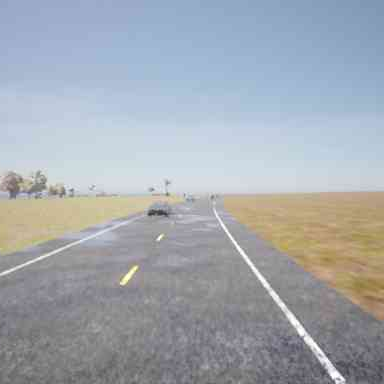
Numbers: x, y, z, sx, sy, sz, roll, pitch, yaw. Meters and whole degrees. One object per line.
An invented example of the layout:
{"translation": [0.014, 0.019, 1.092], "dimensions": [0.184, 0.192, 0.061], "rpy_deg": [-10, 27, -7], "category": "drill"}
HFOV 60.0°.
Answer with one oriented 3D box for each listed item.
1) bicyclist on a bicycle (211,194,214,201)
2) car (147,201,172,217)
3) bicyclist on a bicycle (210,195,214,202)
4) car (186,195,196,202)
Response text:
{"translation": [5.285, 1.353, 83.865], "dimensions": [0.659, 1.776, 1.843], "rpy_deg": [0, 0, 6], "category": "bicyclist on a bicycle"}
{"translation": [-2.961, 1.552, 31.399], "dimensions": [2.033, 1.411, 5.357], "rpy_deg": [0, 0, 2], "category": "car"}
{"translation": [4.423, 1.441, 74.940], "dimensions": [0.582, 1.620, 1.656], "rpy_deg": [0, 0, 5], "category": "bicyclist on a bicycle"}
{"translation": [-0.280, 1.414, 72.428], "dimensions": [1.882, 1.535, 5.008], "rpy_deg": [0, 0, 5], "category": "car"}
